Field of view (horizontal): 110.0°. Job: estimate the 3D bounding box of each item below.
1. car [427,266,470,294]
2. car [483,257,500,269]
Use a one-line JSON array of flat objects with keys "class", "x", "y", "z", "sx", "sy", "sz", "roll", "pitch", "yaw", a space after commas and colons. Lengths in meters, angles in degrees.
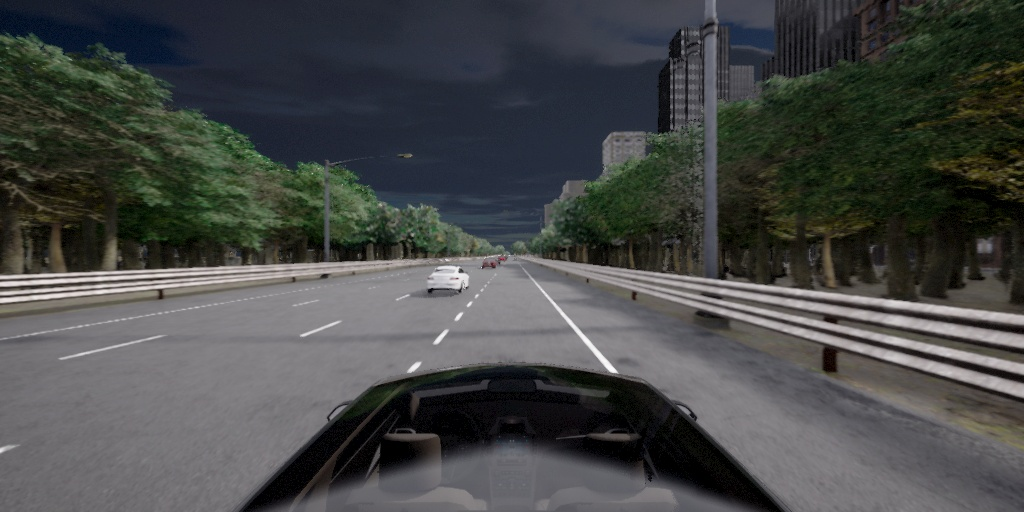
[{"class": "car", "x": -3.499, "y": 1.275, "z": 20.120, "sx": 1.812, "sy": 1.442, "sz": 4.674, "roll": 0, "pitch": 0, "yaw": 0}, {"class": "car", "x": -3.501, "y": 1.049, "z": 57.189, "sx": 2.097, "sy": 1.767, "sz": 4.553, "roll": 0, "pitch": 0, "yaw": 0}]
